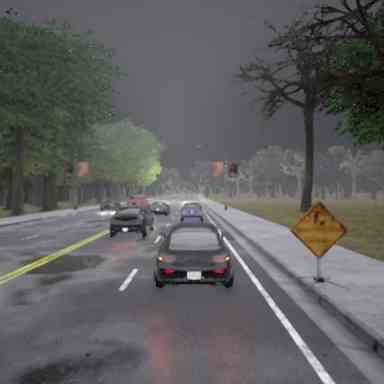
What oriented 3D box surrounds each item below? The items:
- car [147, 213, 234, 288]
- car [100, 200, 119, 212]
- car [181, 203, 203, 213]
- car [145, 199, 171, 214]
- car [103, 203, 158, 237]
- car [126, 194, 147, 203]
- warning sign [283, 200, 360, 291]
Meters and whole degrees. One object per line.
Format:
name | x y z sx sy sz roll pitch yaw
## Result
car | 0.047 1.548 9.148 1.812 1.442 4.674 0 0 0
car | -10.014 1.676 41.203 1.994 1.385 4.181 0 0 0
car | -0.001 1.622 28.404 2.033 1.411 5.357 0 0 0
car | -3.275 1.654 33.934 1.994 1.385 4.181 0 0 0
car | -3.195 1.550 18.294 1.837 1.490 4.892 0 0 0
car | -6.768 1.334 41.589 2.150 2.045 5.566 0 0 0
warning sign | 2.838 1.133 7.461 1.300 1.860 1.060 0 0 0
